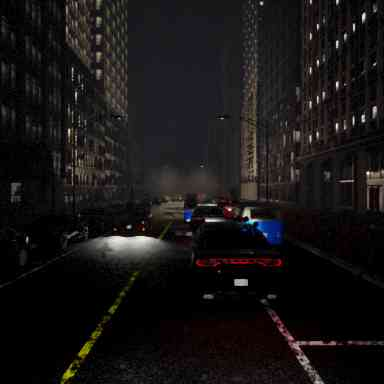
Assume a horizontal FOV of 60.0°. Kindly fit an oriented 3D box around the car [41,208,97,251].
[{"bbox_3d":[-5.737,1.563,14.094,1.947,1.339,4.313,-1,0,0],"label":"car"}]

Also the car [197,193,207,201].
[{"bbox_3d":[2.436,1.293,82.323,2.192,1.841,5.009,-1,0,0],"label":"car"}]

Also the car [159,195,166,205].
[{"bbox_3d":[-5.856,1.538,53.879,2.008,1.369,4.403,-1,0,0],"label":"car"}]

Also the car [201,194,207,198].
[{"bbox_3d":[2.524,1.538,53.904,2.008,1.369,4.403,-1,0,0],"label":"car"}]

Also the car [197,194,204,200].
[{"bbox_3d":[2.404,1.414,93.690,1.967,1.590,4.097,-1,0,0],"label":"car"}]

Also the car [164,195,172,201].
[{"bbox_3d":[-5.941,1.504,82.127,1.752,1.417,4.829,-1,0,0],"label":"car"}]

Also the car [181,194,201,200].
[{"bbox_3d":[-0.121,1.467,45.610,1.882,1.535,5.008,0,0,0],"label":"car"}]

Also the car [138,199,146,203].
[{"bbox_3d":[-5.788,1.575,31.145,1.802,1.307,4.206,-1,0,0],"label":"car"}]

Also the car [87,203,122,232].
[{"bbox_3d":[-5.754,1.540,19.777,1.887,1.381,4.507,-1,0,0],"label":"car"}]

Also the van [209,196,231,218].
[{"bbox_3d":[2.590,1.334,31.170,1.690,1.788,3.998,-1,0,0],"label":"van"}]

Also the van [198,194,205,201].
[{"bbox_3d":[2.420,1.317,88.006,1.690,1.788,3.998,-1,0,0],"label":"van"}]

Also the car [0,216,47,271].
[{"bbox_3d":[-5.720,1.549,8.410,2.008,1.369,4.403,-1,0,0],"label":"car"}]

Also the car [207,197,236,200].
[{"bbox_3d":[2.607,1.309,25.486,2.192,1.841,5.009,-1,0,0],"label":"car"}]

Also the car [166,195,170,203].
[{"bbox_3d":[-5.890,1.566,65.246,1.802,1.307,4.206,-1,0,0],"label":"car"}]

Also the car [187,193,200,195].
[{"bbox_3d":[-0.175,1.207,59.499,2.150,2.045,5.566,0,0,0],"label":"car"}]

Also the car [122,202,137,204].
[{"bbox_3d":[-5.772,1.545,25.461,2.008,1.369,4.403,-1,0,0],"label":"car"}]

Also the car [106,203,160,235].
[{"bbox_3d":[-3.154,1.559,18.700,1.994,1.385,4.181,0,0,0],"label":"car"}]

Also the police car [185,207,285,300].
[{"bbox_3d":[0.877,1.423,8.569,1.930,1.638,5.238,0,0,0],"label":"police car"}]

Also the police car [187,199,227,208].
[{"bbox_3d":[0.847,1.421,18.570,1.930,1.638,5.238,0,0,0],"label":"police car"}]

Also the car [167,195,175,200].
[{"bbox_3d":[-5.976,1.540,93.665,1.947,1.339,4.313,-1,0,0],"label":"car"}]

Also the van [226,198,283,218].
[{"bbox_3d":[2.641,1.338,14.119,1.690,1.788,3.998,-1,0,0],"label":"van"}]

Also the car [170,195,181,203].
[{"bbox_3d":[-3.205,1.334,69.731,2.097,1.767,4.553,0,0,0],"label":"car"}]

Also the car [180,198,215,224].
[{"bbox_3d":[0.572,1.472,24.558,1.882,1.535,5.008,0,0,6],"label":"car"}]

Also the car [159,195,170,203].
[{"bbox_3d":[-5.909,1.422,70.929,1.967,1.590,4.097,-1,0,0],"label":"car"}]

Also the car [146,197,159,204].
[{"bbox_3d":[-5.823,1.541,42.512,2.008,1.369,4.403,-1,0,0],"label":"car"}]
